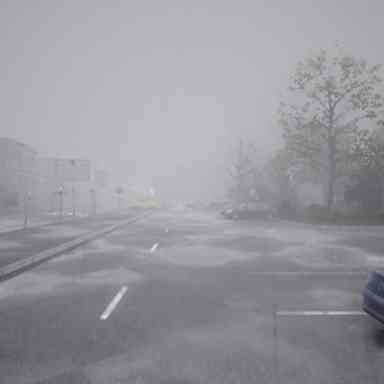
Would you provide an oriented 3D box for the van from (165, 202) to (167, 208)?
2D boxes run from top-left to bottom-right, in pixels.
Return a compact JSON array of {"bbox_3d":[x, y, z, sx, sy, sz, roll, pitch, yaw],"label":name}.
[{"bbox_3d":[-7.316,2.121,59.831,4.442,1.987,1.878,0,-2,-1],"label":"van"}]

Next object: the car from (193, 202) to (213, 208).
[{"bbox_3d":[2.680,3.164,80.342,5.008,1.535,1.882,2,-4,-40],"label":"car"}]

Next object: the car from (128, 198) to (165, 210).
[{"bbox_3d":[-7.565,2.169,53.869,5.366,1.575,1.946,0,-2,0],"label":"car"}]

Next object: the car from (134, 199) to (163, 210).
[{"bbox_3d":[-7.375,2.126,56.791,4.553,1.767,2.185,0,-2,-1],"label":"car"}]

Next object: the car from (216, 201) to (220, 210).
[{"bbox_3d":[5.044,1.849,32.539,4.674,1.452,2.002,0,-1,0],"label":"car"}]

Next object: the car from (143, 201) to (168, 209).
[{"bbox_3d":[-7.528,2.676,68.925,5.008,1.535,2.097,0,-2,-1],"label":"car"}]

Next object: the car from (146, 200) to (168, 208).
[{"bbox_3d":[-7.542,2.673,71.963,4.553,1.767,2.185,0,-2,-1],"label":"car"}]

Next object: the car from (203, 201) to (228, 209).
[{"bbox_3d":[4.752,2.615,67.286,4.892,1.521,2.231,0,-2,-1],"label":"car"}]

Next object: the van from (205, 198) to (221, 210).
[{"bbox_3d":[4.776,1.935,53.335,4.442,1.987,1.878,0,-2,0],"label":"van"}]

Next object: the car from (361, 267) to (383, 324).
[{"bbox_3d":[5.082,1.572,5.034,4.674,1.452,2.002,0,-1,0],"label":"car"}]

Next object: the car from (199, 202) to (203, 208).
[{"bbox_3d":[4.767,2.254,64.505,5.566,2.045,2.435,0,-2,-1],"label":"car"}]

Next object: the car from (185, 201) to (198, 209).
[{"bbox_3d":[-0.289,2.492,63.347,1.837,1.490,4.892,0,-2,-1],"label":"car"}]

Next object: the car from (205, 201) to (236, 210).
[{"bbox_3d":[5.031,2.313,58.784,5.366,1.575,1.946,0,-2,-1],"label":"car"}]

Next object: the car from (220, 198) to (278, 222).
[{"bbox_3d":[5.117,1.650,29.371,4.553,1.767,2.185,0,-1,0],"label":"car"}]

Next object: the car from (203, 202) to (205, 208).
[{"bbox_3d":[5.054,2.234,56.125,5.366,1.575,1.946,0,-2,0],"label":"car"}]
